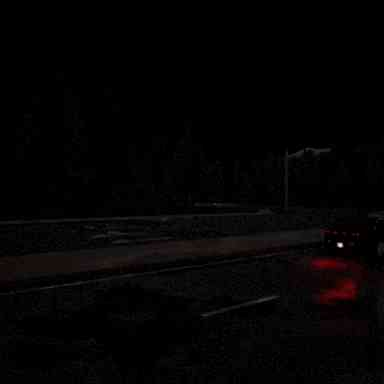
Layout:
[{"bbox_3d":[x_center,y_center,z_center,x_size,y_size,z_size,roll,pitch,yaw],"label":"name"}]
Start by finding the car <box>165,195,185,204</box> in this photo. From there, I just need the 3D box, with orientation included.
[{"bbox_3d":[-3.950,1.979,72.639,2.033,1.411,5.357,1,0,-35],"label":"car"}]

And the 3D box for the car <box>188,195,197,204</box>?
[{"bbox_3d":[-1.064,1.704,74.626,2.150,2.045,5.566,1,0,-35],"label":"car"}]

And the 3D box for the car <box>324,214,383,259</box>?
[{"bbox_3d":[7.320,1.661,13.375,4.892,1.490,1.837,0,0,-35],"label":"car"}]

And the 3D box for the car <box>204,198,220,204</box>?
[{"bbox_3d":[4.646,2.082,78.668,1.812,1.442,4.674,1,0,-35],"label":"car"}]
